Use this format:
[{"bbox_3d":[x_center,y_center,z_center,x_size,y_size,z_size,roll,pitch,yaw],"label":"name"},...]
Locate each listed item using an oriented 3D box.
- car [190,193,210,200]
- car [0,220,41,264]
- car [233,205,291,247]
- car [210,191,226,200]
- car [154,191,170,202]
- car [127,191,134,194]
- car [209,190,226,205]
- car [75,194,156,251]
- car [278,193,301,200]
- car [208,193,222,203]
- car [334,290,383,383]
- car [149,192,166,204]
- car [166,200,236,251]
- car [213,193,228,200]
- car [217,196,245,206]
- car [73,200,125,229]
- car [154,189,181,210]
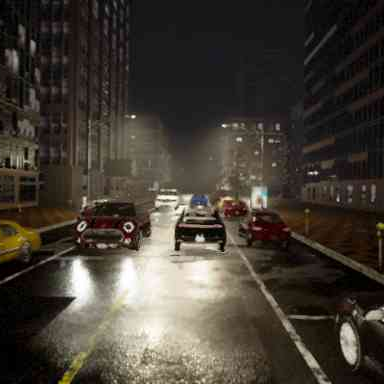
[{"bbox_3d":[0.777,0.974,37.859,1.882,1.535,5.008,1,1,1],"label":"car"},{"bbox_3d":[-5.544,1.325,8.336,1.752,1.417,4.829,1,1,1],"label":"car"},{"bbox_3d":[2.936,1.436,13.915,1.802,1.307,4.206,1,1,1],"label":"car"},{"bbox_3d":[3.448,0.800,41.701,2.192,1.841,5.009,1,1,1],"label":"car"},{"bbox_3d":[-4.731,0.647,52.971,1.967,1.590,4.097,1,1,1],"label":"car"},{"bbox_3d":[-15.853,-0.037,77.572,4.507,1.381,1.887,2,-1,1],"label":"car"},{"bbox_3d":[3.548,0.726,47.259,2.192,1.841,5.009,1,1,1],"label":"car"},{"bbox_3d":[-2.871,1.130,13.014,2.097,1.767,4.553,1,1,1],"label":"car"},{"bbox_3d":[22.234,1.042,77.218,4.097,1.590,1.967,2,-1,1],"label":"car"},{"bbox_3d":[3.644,0.882,52.821,1.887,1.381,4.507,1,1,1],"label":"car"},{"bbox_3d":[2.735,1.553,2.798,2.008,1.369,4.403,1,1,1],"label":"car"},{"bbox_3d":[-4.837,0.808,47.244,1.752,1.417,4.829,1,1,1],"label":"car"},{"bbox_3d":[0.321,1.313,13.382,2.128,1.511,4.902,1,1,1],"label":"car"},{"bbox_3d":[3.244,1.156,30.758,1.752,1.417,4.829,1,1,1],"label":"car"},{"bbox_3d":[3.139,1.251,25.031,1.887,1.381,4.507,1,1,1],"label":"car"},{"bbox_3d":[-5.341,1.232,19.624,1.802,1.307,4.206,1,1,1],"label":"car"},{"bbox_3d":[-2.397,0.747,33.678,2.150,2.045,5.566,1,1,1],"label":"car"}]
